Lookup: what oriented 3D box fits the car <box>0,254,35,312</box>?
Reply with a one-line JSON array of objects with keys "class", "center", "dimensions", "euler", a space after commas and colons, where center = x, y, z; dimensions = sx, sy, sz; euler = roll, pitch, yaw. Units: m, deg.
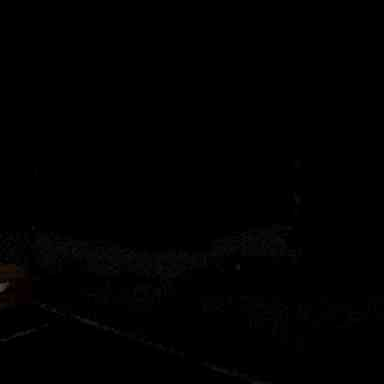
[{"class": "car", "center": [-5.071, 1.536, 6.685], "dimensions": [4.829, 1.417, 1.752], "euler": [0, 1, 35]}]
